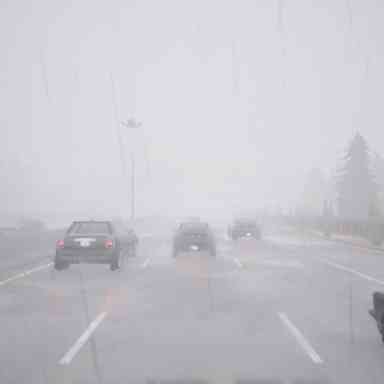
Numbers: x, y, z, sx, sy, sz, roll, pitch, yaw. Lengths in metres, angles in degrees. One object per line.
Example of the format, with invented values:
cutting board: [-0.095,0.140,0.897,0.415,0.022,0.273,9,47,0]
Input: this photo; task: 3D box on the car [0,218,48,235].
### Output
car: [-14.049,2.860,28.034,2.033,1.411,5.357,0,-3,1]

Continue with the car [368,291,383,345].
car: [3.599,1.650,2.919,1.895,1.301,4.718,0,-1,0]

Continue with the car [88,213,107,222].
car: [-17.511,4.753,61.998,2.128,1.511,4.902,0,-3,0]

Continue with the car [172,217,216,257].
car: [0.097,2.122,15.799,1.837,1.490,4.892,0,-3,0]

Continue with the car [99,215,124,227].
car: [-10.519,3.750,43.801,2.033,1.411,5.357,0,-3,0]

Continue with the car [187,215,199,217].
car: [0.094,3.276,36.148,1.837,1.490,4.892,0,-3,0]

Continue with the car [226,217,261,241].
car: [3.596,2.561,23.503,1.837,1.490,4.892,0,-3,0]

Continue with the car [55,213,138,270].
car: [-3.402,1.791,12.704,2.097,1.767,4.553,0,-3,0]
